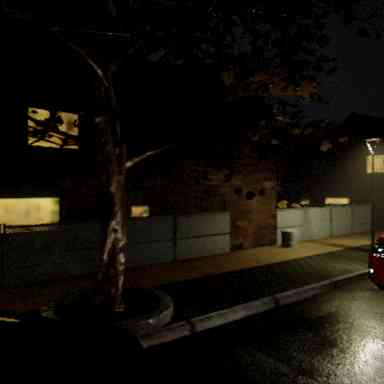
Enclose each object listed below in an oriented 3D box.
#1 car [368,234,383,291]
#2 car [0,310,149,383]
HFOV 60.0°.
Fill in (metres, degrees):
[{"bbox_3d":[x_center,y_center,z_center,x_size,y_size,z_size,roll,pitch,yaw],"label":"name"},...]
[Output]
[{"bbox_3d":[6.292,1.138,7.572,5.566,2.045,2.150,-1,1,-35],"label":"car"},{"bbox_3d":[-2.427,1.518,1.334,4.892,1.490,1.837,0,0,-36],"label":"car"}]
